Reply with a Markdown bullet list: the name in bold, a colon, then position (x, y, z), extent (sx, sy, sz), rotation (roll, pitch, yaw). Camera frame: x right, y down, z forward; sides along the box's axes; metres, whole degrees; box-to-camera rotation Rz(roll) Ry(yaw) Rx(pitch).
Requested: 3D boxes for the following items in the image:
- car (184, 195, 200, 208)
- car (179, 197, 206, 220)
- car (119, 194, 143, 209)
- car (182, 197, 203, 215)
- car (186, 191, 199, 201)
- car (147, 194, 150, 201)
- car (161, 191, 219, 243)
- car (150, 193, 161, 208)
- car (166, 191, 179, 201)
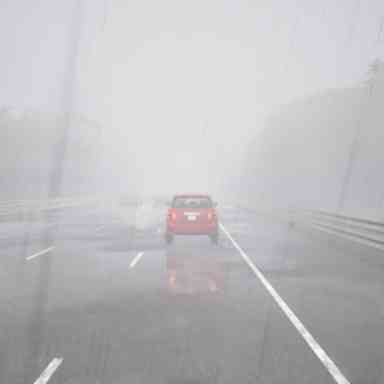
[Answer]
- **car**: position (0.047, 1.104, 40.805), extent (1.812, 1.442, 4.674), rotation (0, 1, 0)
- **car**: position (-0.040, 1.204, 25.897), extent (1.882, 1.535, 5.008), rotation (0, 1, -2)
- **car**: position (-6.958, 0.955, 38.366), extent (2.097, 1.767, 4.553), rotation (0, 1, 1)
- **car**: position (-0.016, 1.203, 30.960), extent (1.812, 1.442, 4.674), rotation (0, 1, -1)
- **car**: position (0.087, 0.722, 59.949), extent (2.097, 1.767, 4.553), rotation (0, 1, 0)
- **car**: position (-6.911, 0.896, 60.002), extent (1.812, 1.442, 4.674), rotation (0, 1, 0)
- **car**: position (-0.001, 1.052, 15.273), extent (2.150, 2.045, 5.566), rotation (0, 0, 0)
- **car**: position (-3.447, 1.069, 39.556), extent (1.882, 1.535, 5.008), rotation (0, 1, 0)
- **car**: position (-3.413, 0.723, 59.980), extent (2.097, 1.767, 4.553), rotation (0, 1, 0)
